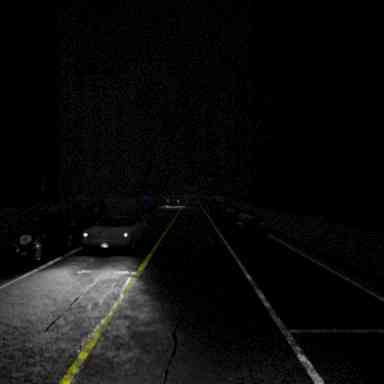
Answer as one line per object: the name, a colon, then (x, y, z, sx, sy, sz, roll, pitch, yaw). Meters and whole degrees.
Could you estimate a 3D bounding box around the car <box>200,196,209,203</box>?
car: (2.787, 1.628, 73.798, 1.947, 1.339, 4.313, 0, 0, 0)

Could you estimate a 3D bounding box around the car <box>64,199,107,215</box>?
car: (-5.761, 1.332, 17.391, 2.192, 1.841, 5.009, 0, 0, 0)

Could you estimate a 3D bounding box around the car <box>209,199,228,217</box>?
car: (2.770, 1.593, 28.673, 1.947, 1.339, 4.313, 0, 0, 0)

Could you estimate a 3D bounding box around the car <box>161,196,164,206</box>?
car: (-5.745, 1.618, 56.877, 1.947, 1.339, 4.313, 0, 0, 0)

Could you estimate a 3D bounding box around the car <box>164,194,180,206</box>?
car: (-3.048, 1.404, 55.568, 2.097, 1.767, 4.553, 0, 0, 0)

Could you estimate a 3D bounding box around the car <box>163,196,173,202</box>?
car: (-5.736, 1.630, 79.441, 1.947, 1.339, 4.313, 0, 0, 0)

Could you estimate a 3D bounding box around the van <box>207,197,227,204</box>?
van: (2.771, 1.374, 34.314, 1.690, 1.788, 3.998, 0, 0, 0)

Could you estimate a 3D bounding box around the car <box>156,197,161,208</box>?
car: (-5.749, 1.587, 45.595, 1.887, 1.381, 4.507, 0, 0, 0)

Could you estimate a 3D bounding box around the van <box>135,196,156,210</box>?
van: (-5.752, 1.379, 39.955, 1.690, 1.788, 3.998, 0, 0, 0)

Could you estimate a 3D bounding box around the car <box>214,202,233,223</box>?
car: (2.768, 1.604, 23.032, 1.802, 1.307, 4.206, 0, 0, 0)

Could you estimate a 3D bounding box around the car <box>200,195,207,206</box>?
car: (2.780, 1.597, 56.876, 1.887, 1.381, 4.507, 0, 0, 0)

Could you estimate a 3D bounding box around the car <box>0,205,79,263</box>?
car: (-5.762, 1.452, 11.749, 1.967, 1.590, 4.097, 0, 0, 0)

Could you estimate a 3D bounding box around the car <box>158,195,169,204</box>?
car: (-5.741, 1.500, 68.158, 1.967, 1.590, 4.097, 0, 0, 0)

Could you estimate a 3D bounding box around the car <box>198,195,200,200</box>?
car: (2.785, 1.610, 68.157, 2.008, 1.369, 4.403, 0, 0, 0)

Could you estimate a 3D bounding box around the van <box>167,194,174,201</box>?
van: (-5.732, 1.407, 90.723, 1.690, 1.788, 3.998, 0, 0, 0)

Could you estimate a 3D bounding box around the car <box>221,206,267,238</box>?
car: (2.766, 1.599, 17.391, 1.802, 1.307, 4.206, 0, 0, 0)

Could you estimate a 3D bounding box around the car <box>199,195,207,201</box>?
car: (2.791, 1.591, 85.250, 1.752, 1.417, 4.829, 0, 0, 0)

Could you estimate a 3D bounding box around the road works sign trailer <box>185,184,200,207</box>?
road works sign trailer: (0.019, 0.514, 53.613, 2.380, 3.560, 2.880, 0, 0, 0)

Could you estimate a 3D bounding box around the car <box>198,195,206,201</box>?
car: (2.794, 1.617, 90.720, 2.008, 1.369, 4.403, 0, 0, 0)

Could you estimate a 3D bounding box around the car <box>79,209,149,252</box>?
car: (-3.096, 1.615, 14.053, 1.895, 1.301, 4.718, 0, 0, 0)
